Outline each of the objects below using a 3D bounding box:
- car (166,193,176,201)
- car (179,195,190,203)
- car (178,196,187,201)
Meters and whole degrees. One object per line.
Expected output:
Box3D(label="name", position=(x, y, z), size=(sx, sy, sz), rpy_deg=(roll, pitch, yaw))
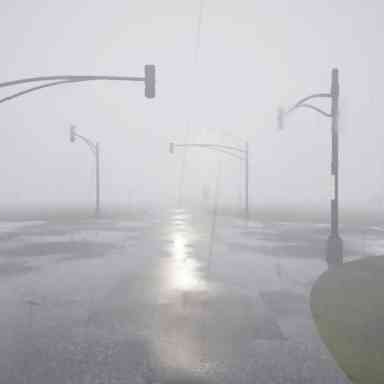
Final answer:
Box3D(label="car", position=(-4.617, 1.013, 73.981), size=(2.097, 1.767, 4.553), rpy_deg=(0, 0, -3))
Box3D(label="car", position=(-1.630, 1.384, 69.889), size=(2.097, 1.767, 4.553), rpy_deg=(0, 0, -3))
Box3D(label="car", position=(-2.234, 1.559, 79.963), size=(1.895, 1.301, 4.718), rpy_deg=(0, 0, -4))
